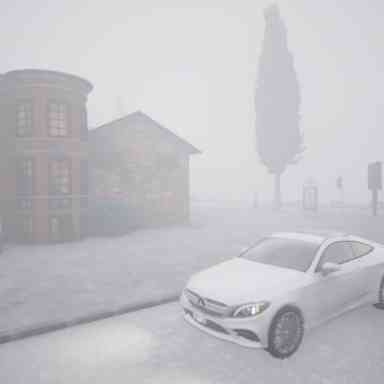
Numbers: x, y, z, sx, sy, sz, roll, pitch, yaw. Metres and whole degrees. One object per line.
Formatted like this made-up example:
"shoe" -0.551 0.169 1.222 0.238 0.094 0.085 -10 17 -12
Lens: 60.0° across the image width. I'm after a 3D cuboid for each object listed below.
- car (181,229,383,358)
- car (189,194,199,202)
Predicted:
"car" 1.997 1.450 6.007 4.674 1.442 1.812 -1 1 -36
"car" -1.002 1.059 57.299 2.033 1.411 5.357 -1 1 -35
